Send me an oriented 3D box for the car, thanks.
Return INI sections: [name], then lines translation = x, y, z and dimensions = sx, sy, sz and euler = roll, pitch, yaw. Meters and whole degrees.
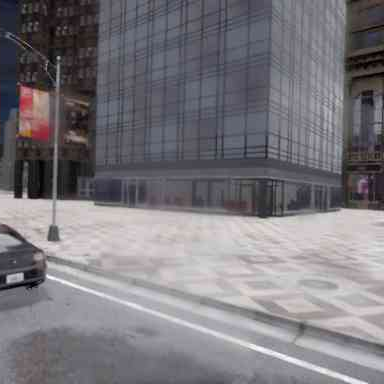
[car]
translation = -5.121, 1.398, 7.673
dimensions = 4.674, 1.442, 1.812
euler = 2, 0, 38
